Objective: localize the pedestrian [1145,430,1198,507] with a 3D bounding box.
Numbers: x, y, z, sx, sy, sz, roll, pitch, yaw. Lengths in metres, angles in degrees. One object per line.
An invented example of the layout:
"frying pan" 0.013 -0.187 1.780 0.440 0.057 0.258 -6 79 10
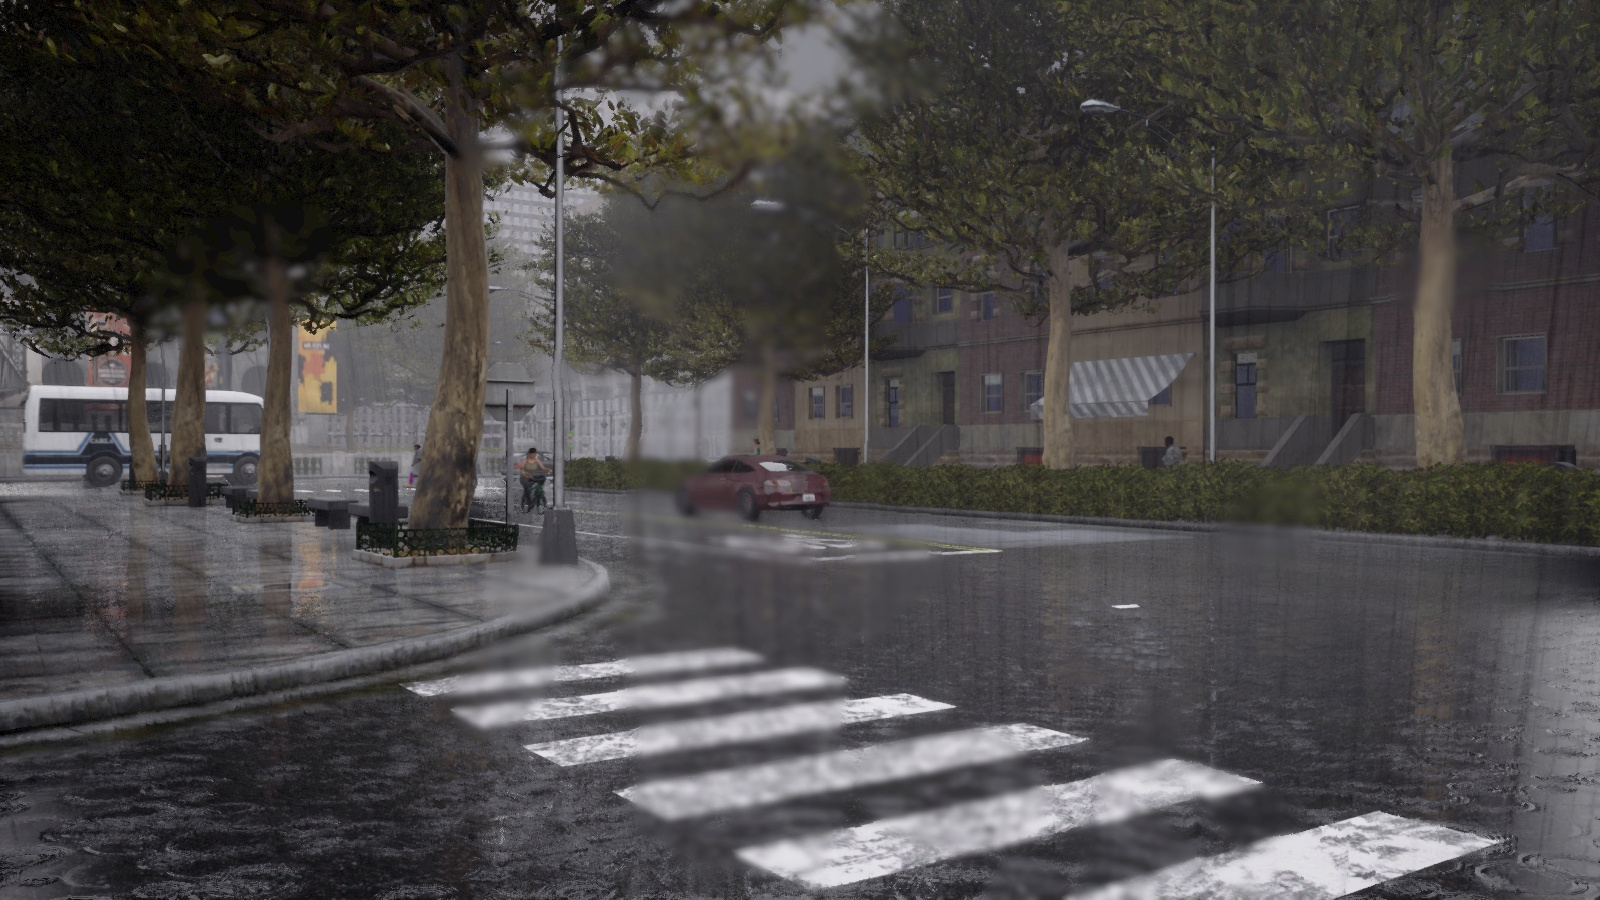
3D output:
"pedestrian" 9.139 0.458 30.905 0.874 1.855 0.900 0 0 -34

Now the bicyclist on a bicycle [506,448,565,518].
"bicyclist on a bicycle" -6.288 0.768 29.835 0.866 1.612 1.509 0 0 -34

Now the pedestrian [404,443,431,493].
"pedestrian" -15.223 0.706 49.941 0.873 1.952 0.659 0 0 -31

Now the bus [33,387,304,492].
"bus" -27.711 -0.437 55.360 10.273 4.253 3.944 0 0 -34

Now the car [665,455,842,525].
"car" -1.146 0.843 28.455 1.812 1.442 4.674 0 0 -34

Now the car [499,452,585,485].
"car" -12.527 0.899 61.054 3.705 1.549 1.789 0 0 -44
